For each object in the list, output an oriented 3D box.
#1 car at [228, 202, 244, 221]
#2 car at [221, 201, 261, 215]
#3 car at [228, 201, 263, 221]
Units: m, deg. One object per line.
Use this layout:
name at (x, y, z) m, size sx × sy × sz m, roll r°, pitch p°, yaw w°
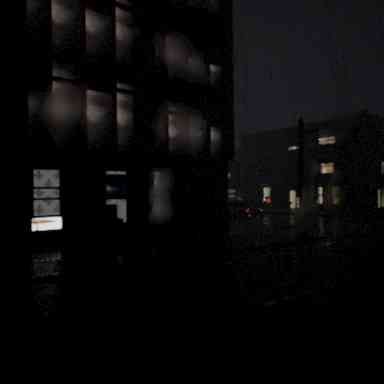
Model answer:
car at (2.035, 1.853, 28.841) m, size 1.947 × 1.339 × 4.313 m, roll -2°, pitch 0°, yaw -37°
car at (5.645, 1.800, 38.440) m, size 2.008 × 1.369 × 4.403 m, roll -2°, pitch 0°, yaw -37°
car at (4.299, 1.597, 30.369) m, size 2.097 × 1.767 × 4.553 m, roll -1°, pitch 0°, yaw -37°
